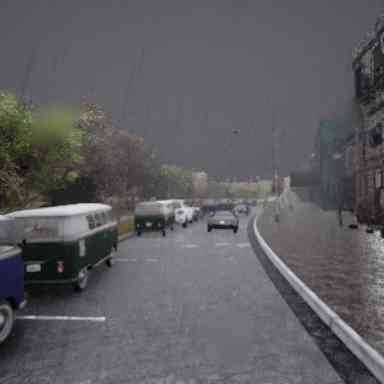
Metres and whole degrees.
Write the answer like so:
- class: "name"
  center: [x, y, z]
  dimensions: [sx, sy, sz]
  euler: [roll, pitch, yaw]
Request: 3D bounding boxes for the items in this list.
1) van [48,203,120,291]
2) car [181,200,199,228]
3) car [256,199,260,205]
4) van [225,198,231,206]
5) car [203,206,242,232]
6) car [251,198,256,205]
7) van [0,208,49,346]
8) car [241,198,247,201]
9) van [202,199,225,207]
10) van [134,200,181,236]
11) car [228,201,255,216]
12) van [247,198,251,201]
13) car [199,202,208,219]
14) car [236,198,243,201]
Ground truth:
- class: "van"
  center: [-3.341, 1.364, 9.343]
  dimensions: [1.878, 1.987, 4.442]
  euler: [-2, 0, 2]
- class: "car"
  center: [-1.238, 1.603, 25.892]
  dimensions: [2.435, 2.045, 5.566]
  euler: [-1, 0, 8]
- class: "car"
  center: [15.399, 2.529, 85.782]
  dimensions: [2.435, 2.045, 5.566]
  euler: [-1, -1, 17]
- class: "van"
  center: [5.224, 2.029, 51.853]
  dimensions: [1.878, 1.987, 4.442]
  euler: [-1, 0, 14]
- class: "car"
  center: [2.173, 1.872, 22.624]
  dimensions: [1.994, 1.385, 4.181]
  euler: [0, -1, 9]
- class: "car"
  center: [13.464, 2.712, 79.317]
  dimensions: [2.002, 1.452, 4.674]
  euler: [-1, -1, 17]
- class: "van"
  center: [-3.612, 1.292, 3.770]
  dimensions: [1.878, 1.987, 4.442]
  euler: [-2, 0, 1]
- class: "car"
  center: [8.678, 2.421, 63.366]
  dimensions: [2.231, 1.521, 4.892]
  euler: [-1, 0, 15]
- class: "van"
  center: [2.512, 1.887, 42.279]
  dimensions: [1.878, 1.987, 4.442]
  euler: [-1, 0, 14]
- class: "van"
  center: [-2.130, 1.537, 20.462]
  dimensions: [1.878, 1.987, 4.442]
  euler: [-1, 0, 7]
- class: "car"
  center: [6.222, 2.142, 41.320]
  dimensions: [2.033, 1.411, 5.357]
  euler: [-1, -1, 15]
- class: "van"
  center: [10.315, 2.296, 68.812]
  dimensions: [1.878, 1.987, 4.442]
  euler: [-1, -1, 19]
- class: "car"
  center: [-0.140, 1.984, 31.339]
  dimensions: [2.002, 1.452, 4.674]
  euler: [-1, 0, 12]
- class: "car"
  center: [7.094, 2.375, 58.087]
  dimensions: [2.163, 1.488, 4.792]
  euler: [-1, 0, 15]
